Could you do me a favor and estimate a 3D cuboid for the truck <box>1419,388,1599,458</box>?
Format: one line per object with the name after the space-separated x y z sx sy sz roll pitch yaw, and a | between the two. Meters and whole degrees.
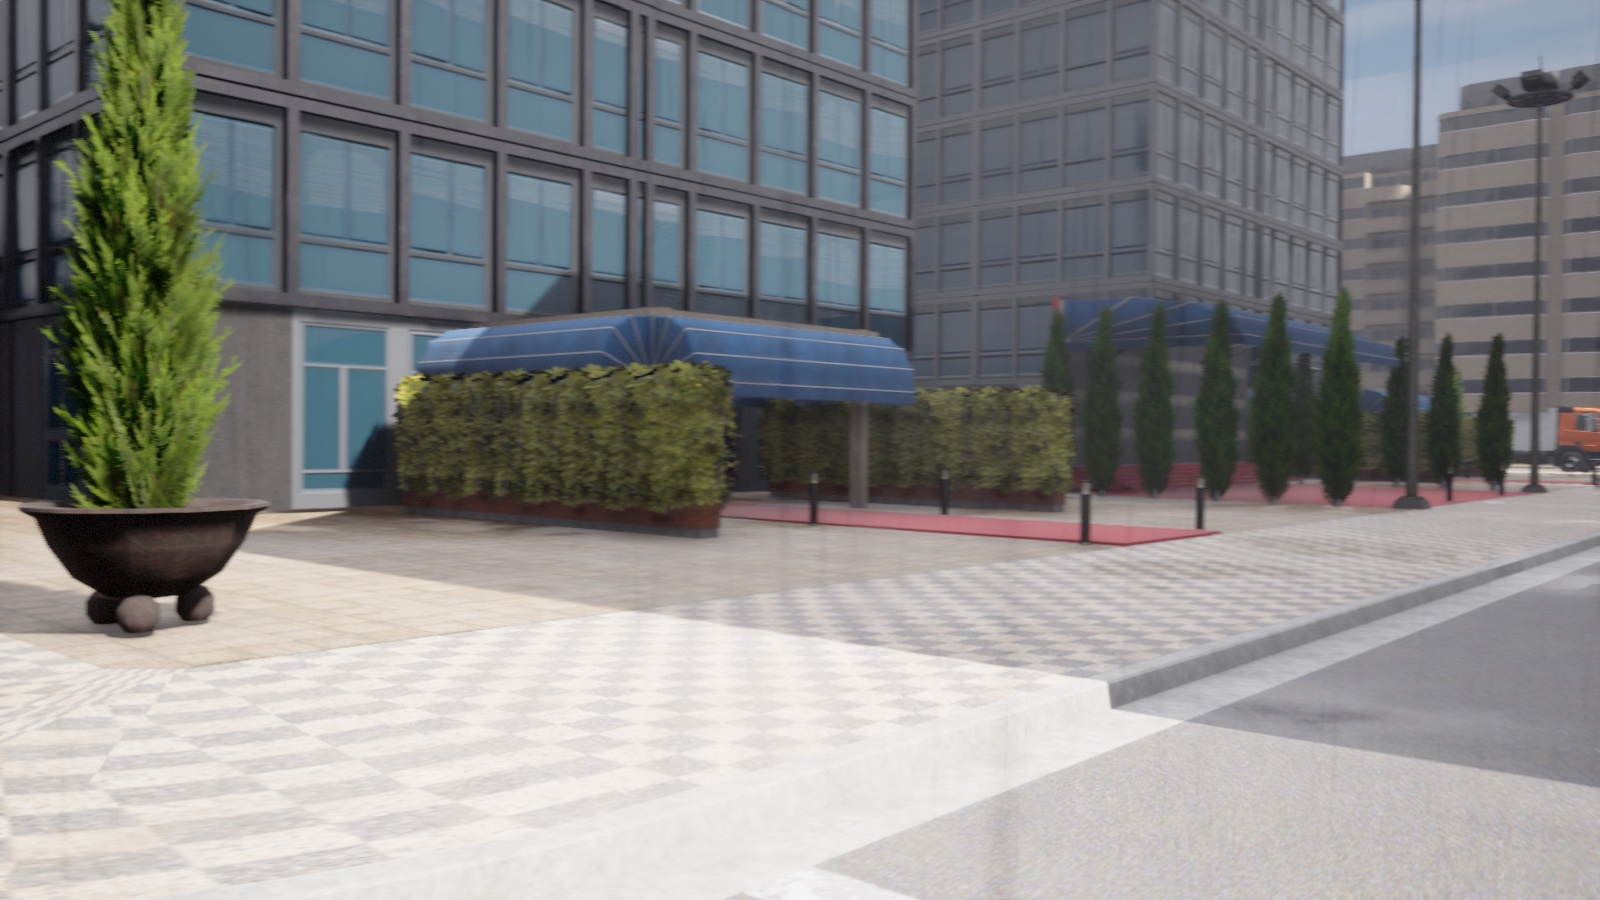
37.145 -1.349 65.859 7.936 3.462 2.891 0 1 41 | truck
